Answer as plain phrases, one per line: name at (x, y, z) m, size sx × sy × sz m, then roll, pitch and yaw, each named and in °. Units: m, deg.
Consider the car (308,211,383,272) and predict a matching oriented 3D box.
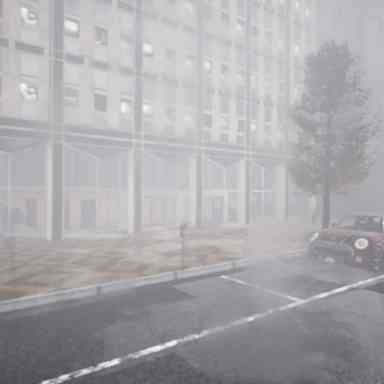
car at (5.484, 1.363, 10.450) m, size 4.097 × 1.590 × 1.967 m, roll -1°, pitch 1°, yaw -35°
